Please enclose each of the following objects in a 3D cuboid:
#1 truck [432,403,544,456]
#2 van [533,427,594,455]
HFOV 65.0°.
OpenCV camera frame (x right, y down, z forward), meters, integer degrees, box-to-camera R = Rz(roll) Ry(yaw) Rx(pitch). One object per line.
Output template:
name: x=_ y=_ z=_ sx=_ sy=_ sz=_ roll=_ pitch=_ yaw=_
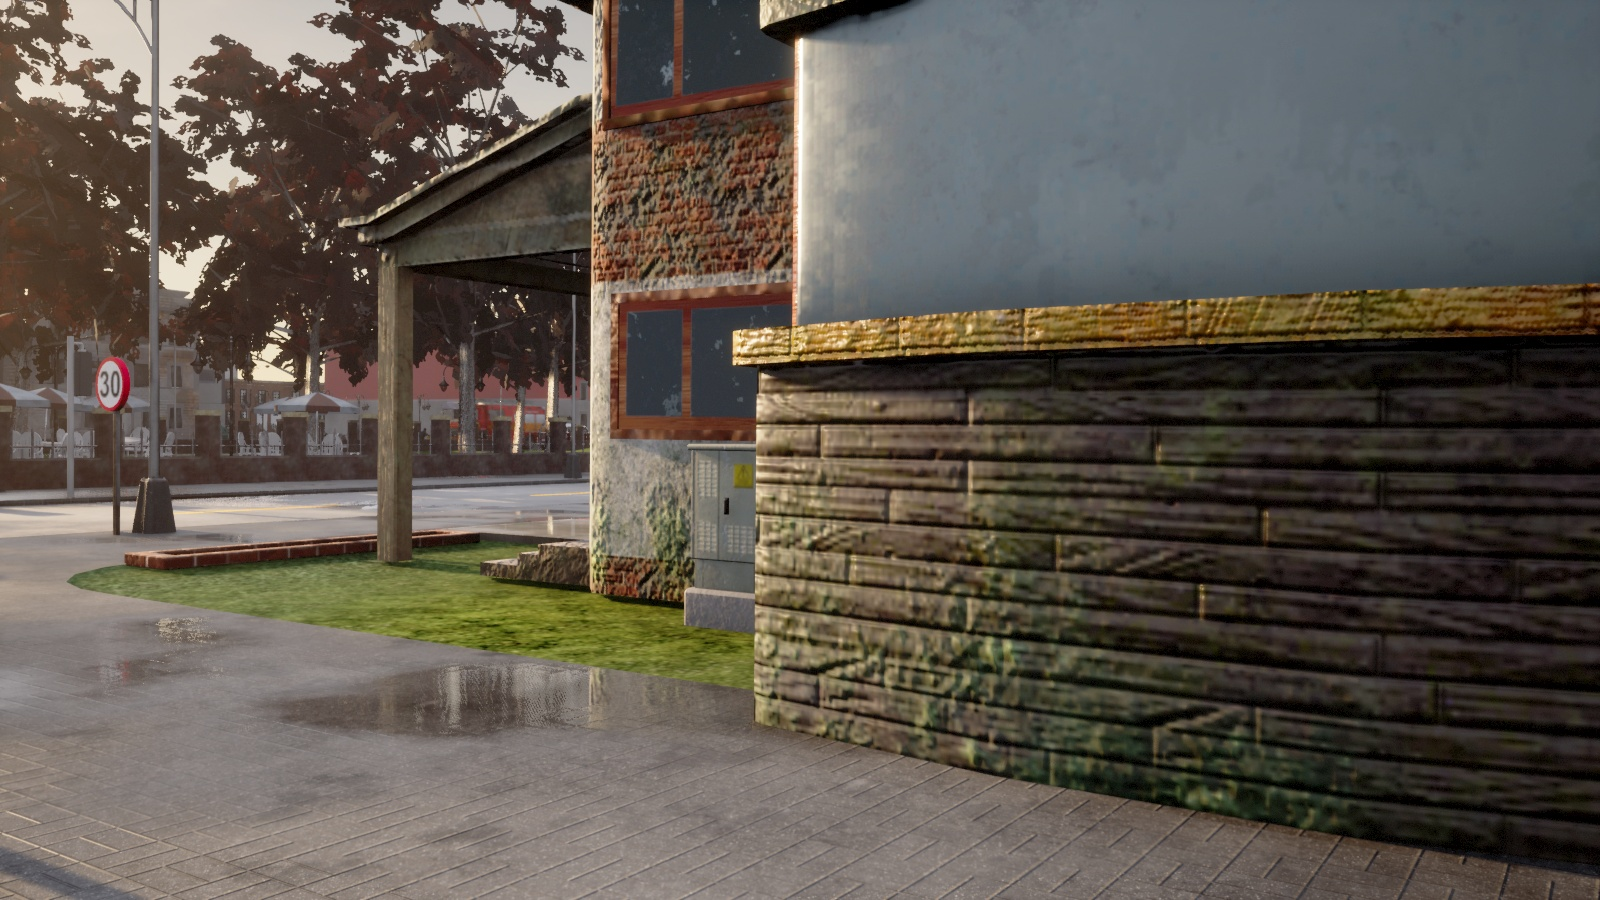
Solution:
truck: x=-23.484 y=-1.518 z=95.058 sx=2.891 sy=3.827 sz=8.468 roll=0 pitch=1 yaw=33
van: x=-18.045 y=-0.693 z=96.037 sx=2.069 sy=2.038 sz=4.480 roll=0 pitch=1 yaw=34
